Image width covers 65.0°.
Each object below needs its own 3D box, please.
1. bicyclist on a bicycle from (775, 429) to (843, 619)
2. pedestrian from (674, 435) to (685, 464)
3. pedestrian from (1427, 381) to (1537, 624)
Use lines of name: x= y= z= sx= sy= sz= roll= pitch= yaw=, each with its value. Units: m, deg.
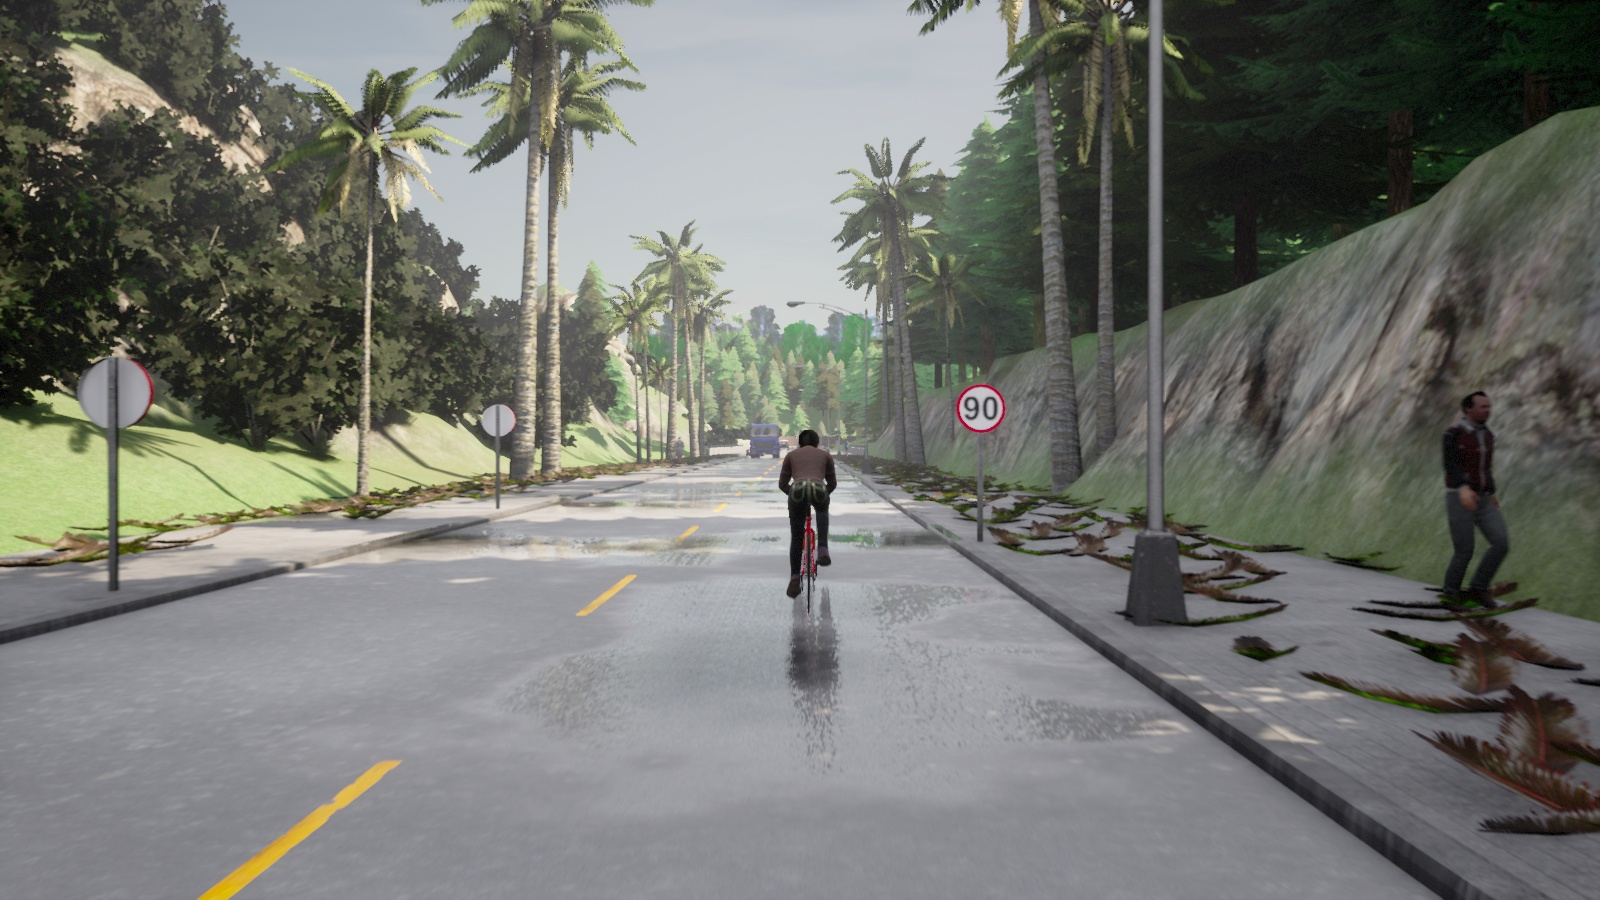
bicyclist on a bicycle: x=0.078 y=0.634 z=11.590 sx=0.582 sy=1.620 sz=1.656 roll=0 pitch=0 yaw=0
pedestrian: x=-8.173 y=-0.039 z=84.918 sx=0.659 sy=1.952 sz=0.873 roll=0 pitch=0 yaw=0
pedestrian: x=5.401 y=0.402 z=9.974 sx=0.376 sy=1.854 sz=0.720 roll=0 pitch=0 yaw=-14
